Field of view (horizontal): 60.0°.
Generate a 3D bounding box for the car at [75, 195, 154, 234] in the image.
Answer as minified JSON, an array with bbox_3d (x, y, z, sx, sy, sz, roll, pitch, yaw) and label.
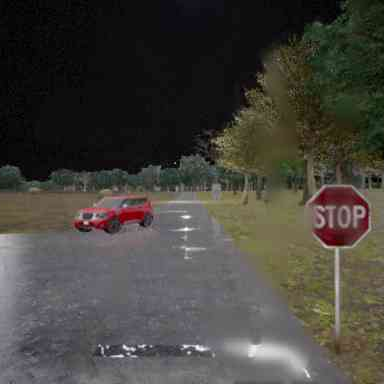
[{"bbox_3d":[-4.397,1.237,19.939,2.150,2.045,5.566,1,1,25],"label":"car"}]
